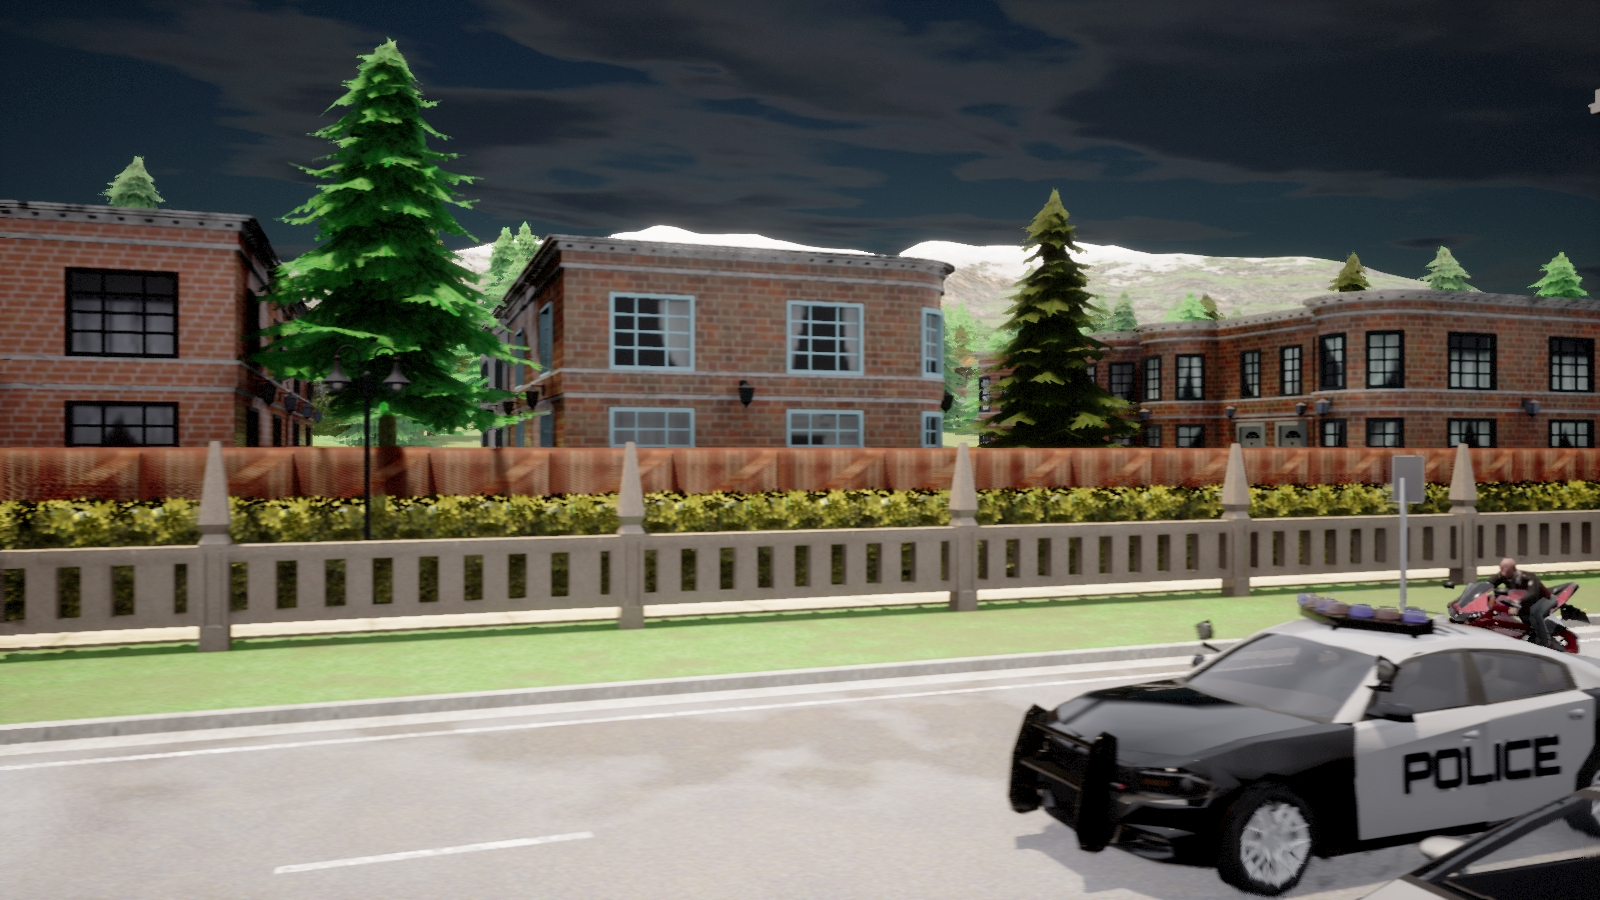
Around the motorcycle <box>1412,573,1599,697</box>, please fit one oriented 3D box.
[{"bbox_3d":[8.651,2.206,13.896,2.209,1.251,0.867,0,0,-20],"label":"motorcycle"}]

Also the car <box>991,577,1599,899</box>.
[{"bbox_3d":[4.265,1.983,8.575,5.238,1.638,2.097,0,0,-20],"label":"car"}]

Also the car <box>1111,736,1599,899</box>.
[{"bbox_3d":[3.519,2.066,4.309,4.193,1.474,1.816,0,0,-16],"label":"car"}]
